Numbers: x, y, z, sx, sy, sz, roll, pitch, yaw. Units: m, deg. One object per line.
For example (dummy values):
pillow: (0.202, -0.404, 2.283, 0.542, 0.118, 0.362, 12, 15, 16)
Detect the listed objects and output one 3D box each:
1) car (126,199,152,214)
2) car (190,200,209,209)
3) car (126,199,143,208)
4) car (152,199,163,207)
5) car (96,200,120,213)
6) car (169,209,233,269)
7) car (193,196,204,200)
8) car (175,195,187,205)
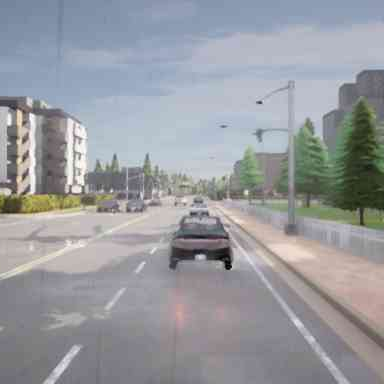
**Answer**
car: (-6.361, 1.668, 38.589, 2.128, 1.511, 4.902, 0, 0, 1)
car: (0.727, 1.760, 33.210, 1.895, 1.301, 4.718, 0, 0, 1)
car: (-9.497, 1.818, 55.605, 1.994, 1.385, 4.181, 0, 0, 2)
car: (-5.999, 1.823, 55.580, 1.994, 1.385, 4.181, 0, 0, 1)
car: (-9.845, 1.681, 39.342, 1.837, 1.490, 4.892, 0, 0, 1)
car: (0.292, 1.548, 11.369, 2.128, 1.511, 4.902, 0, 0, 1)
car: (1.261, 1.666, 65.554, 2.097, 1.767, 4.553, 0, 0, 1)
car: (-2.237, 1.533, 65.683, 2.150, 2.045, 5.566, 0, 0, 1)
